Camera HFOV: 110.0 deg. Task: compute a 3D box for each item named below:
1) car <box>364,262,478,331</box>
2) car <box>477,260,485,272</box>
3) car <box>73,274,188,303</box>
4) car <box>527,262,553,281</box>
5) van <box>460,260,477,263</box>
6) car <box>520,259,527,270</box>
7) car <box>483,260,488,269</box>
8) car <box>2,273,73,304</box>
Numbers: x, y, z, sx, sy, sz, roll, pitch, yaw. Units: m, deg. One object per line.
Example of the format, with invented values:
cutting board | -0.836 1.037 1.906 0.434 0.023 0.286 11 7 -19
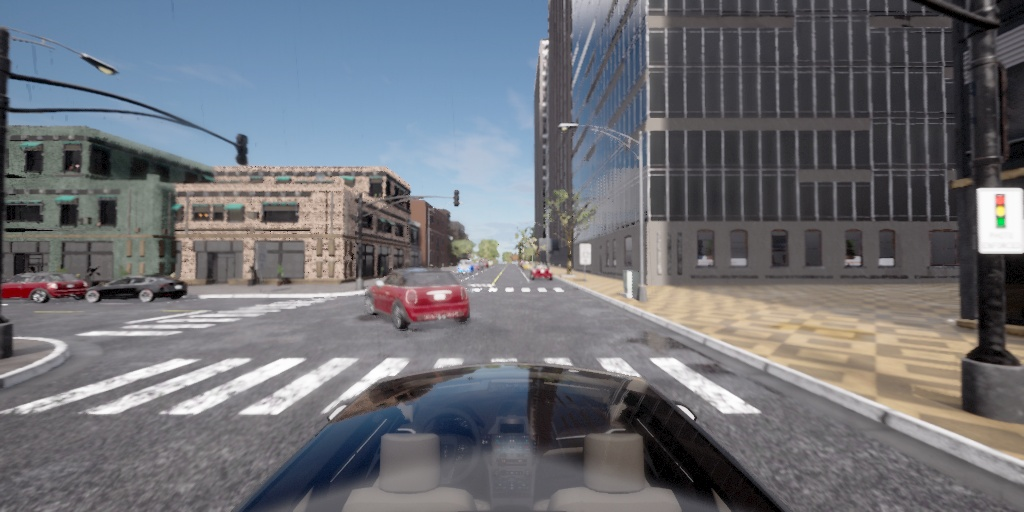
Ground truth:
car | -3.243 1.176 11.757 2.097 1.767 4.553 0 0 -35
car | -5.705 1.737 55.701 1.802 1.307 4.207 0 0 0
car | -19.417 1.678 18.669 4.313 1.339 1.948 0 0 1
car | 2.682 1.428 33.552 1.967 1.591 4.097 0 0 0
van | -5.702 1.412 44.633 1.690 1.789 3.998 0 0 0
car | 2.675 1.722 61.396 1.751 1.417 4.829 0 0 0
car | -5.706 1.763 61.236 1.948 1.339 4.313 0 0 0
car | -24.964 1.605 18.738 4.097 1.591 1.967 0 0 1
